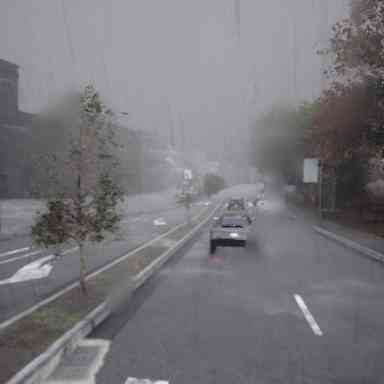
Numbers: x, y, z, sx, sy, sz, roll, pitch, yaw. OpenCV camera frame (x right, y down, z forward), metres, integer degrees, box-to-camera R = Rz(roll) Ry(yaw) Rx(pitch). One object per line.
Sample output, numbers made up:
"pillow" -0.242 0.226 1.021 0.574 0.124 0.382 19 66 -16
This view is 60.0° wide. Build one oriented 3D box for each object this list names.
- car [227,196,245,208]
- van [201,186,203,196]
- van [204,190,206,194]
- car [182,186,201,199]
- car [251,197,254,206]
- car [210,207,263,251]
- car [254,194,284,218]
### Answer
"car" 5.253 1.212 39.602 1.837 1.490 4.892 1 2 8
"van" 0.384 0.148 64.444 1.878 1.987 4.442 1 2 8
"van" 1.171 -0.012 69.932 1.878 1.987 4.442 1 2 8
"car" -0.388 0.277 59.042 2.435 2.045 5.566 1 2 8
"car" 9.318 1.100 46.061 1.812 1.442 4.674 1 2 8
"car" 1.852 1.600 14.508 1.994 1.385 4.181 1 0 7
"car" 7.302 1.201 31.283 2.150 2.045 5.566 1 1 8
